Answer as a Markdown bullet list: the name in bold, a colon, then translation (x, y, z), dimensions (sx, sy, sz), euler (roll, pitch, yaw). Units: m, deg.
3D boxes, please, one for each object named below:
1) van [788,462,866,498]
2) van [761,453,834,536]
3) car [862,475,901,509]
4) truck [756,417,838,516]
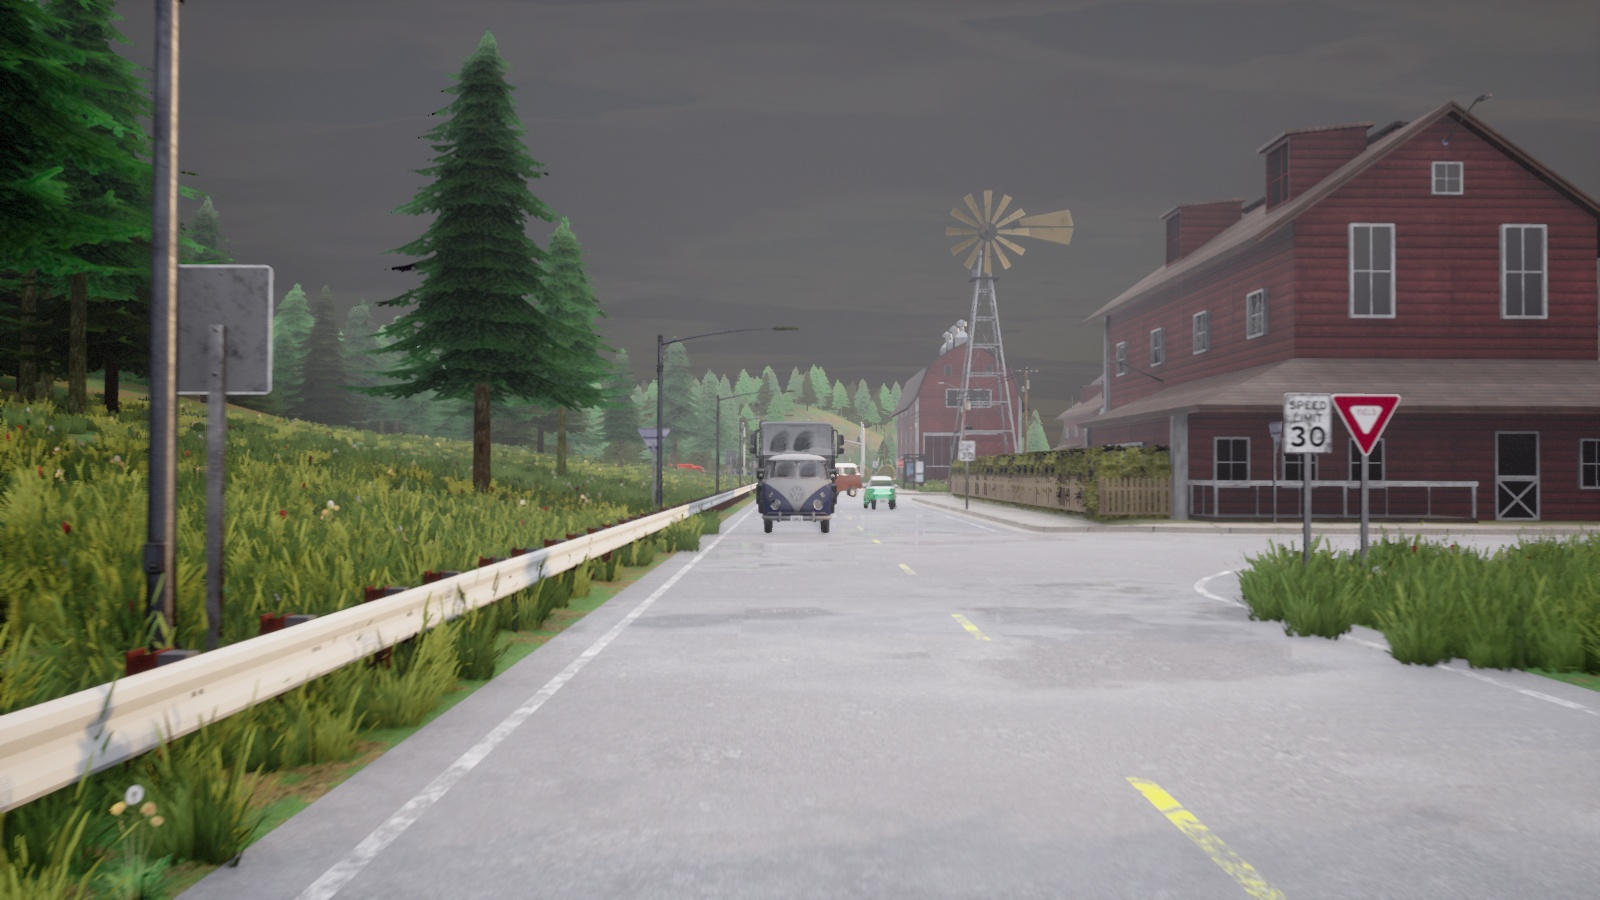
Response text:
- **van**: translation (1.650, 1.788, 75.111), dimensions (4.480, 2.038, 2.069), euler (1, -2, -44)
- **van**: translation (-0.076, 1.115, 32.717), dimensions (1.775, 1.987, 4.442), euler (0, -1, 0)
- **car**: translation (3.373, 1.731, 52.274), dimensions (1.481, 1.376, 2.207), euler (0, -1, 0)
- **truck**: translation (-0.121, 0.638, 48.093), dimensions (2.891, 3.462, 7.936), euler (0, -1, 0)
